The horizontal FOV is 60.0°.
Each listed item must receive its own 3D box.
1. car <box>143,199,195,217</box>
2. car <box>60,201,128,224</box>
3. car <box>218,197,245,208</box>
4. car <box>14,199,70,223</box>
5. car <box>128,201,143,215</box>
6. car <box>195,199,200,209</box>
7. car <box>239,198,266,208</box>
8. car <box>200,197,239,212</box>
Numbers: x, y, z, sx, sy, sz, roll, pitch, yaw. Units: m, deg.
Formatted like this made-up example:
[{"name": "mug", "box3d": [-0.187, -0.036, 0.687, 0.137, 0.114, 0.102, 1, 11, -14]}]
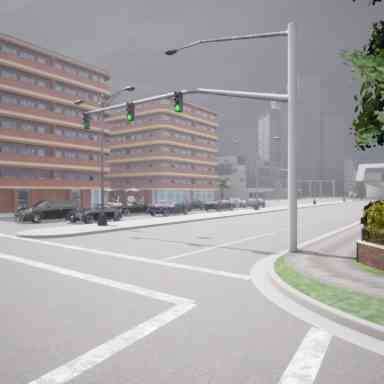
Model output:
[{"name": "car", "box3d": [-2.091, 1.601, 32.005, 1.895, 1.301, 4.718, 0, 0, 36]}, {"name": "car", "box3d": [-7.249, 1.564, 24.926, 1.994, 1.385, 4.181, 0, 0, 36]}, {"name": "car", "box3d": [5.834, 1.526, 48.787, 1.812, 1.442, 4.674, 0, 0, 36]}, {"name": "car", "box3d": [-11.107, 1.352, 25.582, 2.097, 1.767, 4.553, 0, 0, 36]}, {"name": "car", "box3d": [-5.838, 1.601, 32.813, 1.895, 1.301, 4.718, 0, 0, 36]}, {"name": "car", "box3d": [-0.199, 1.547, 40.549, 2.033, 1.411, 5.357, 0, 0, 36]}, {"name": "car", "box3d": [8.844, 1.526, 46.974, 1.812, 1.442, 4.674, 0, 0, 36]}, {"name": "car", "box3d": [3.305, 1.601, 39.412, 1.895, 1.301, 4.718, 0, 0, 36]}]
